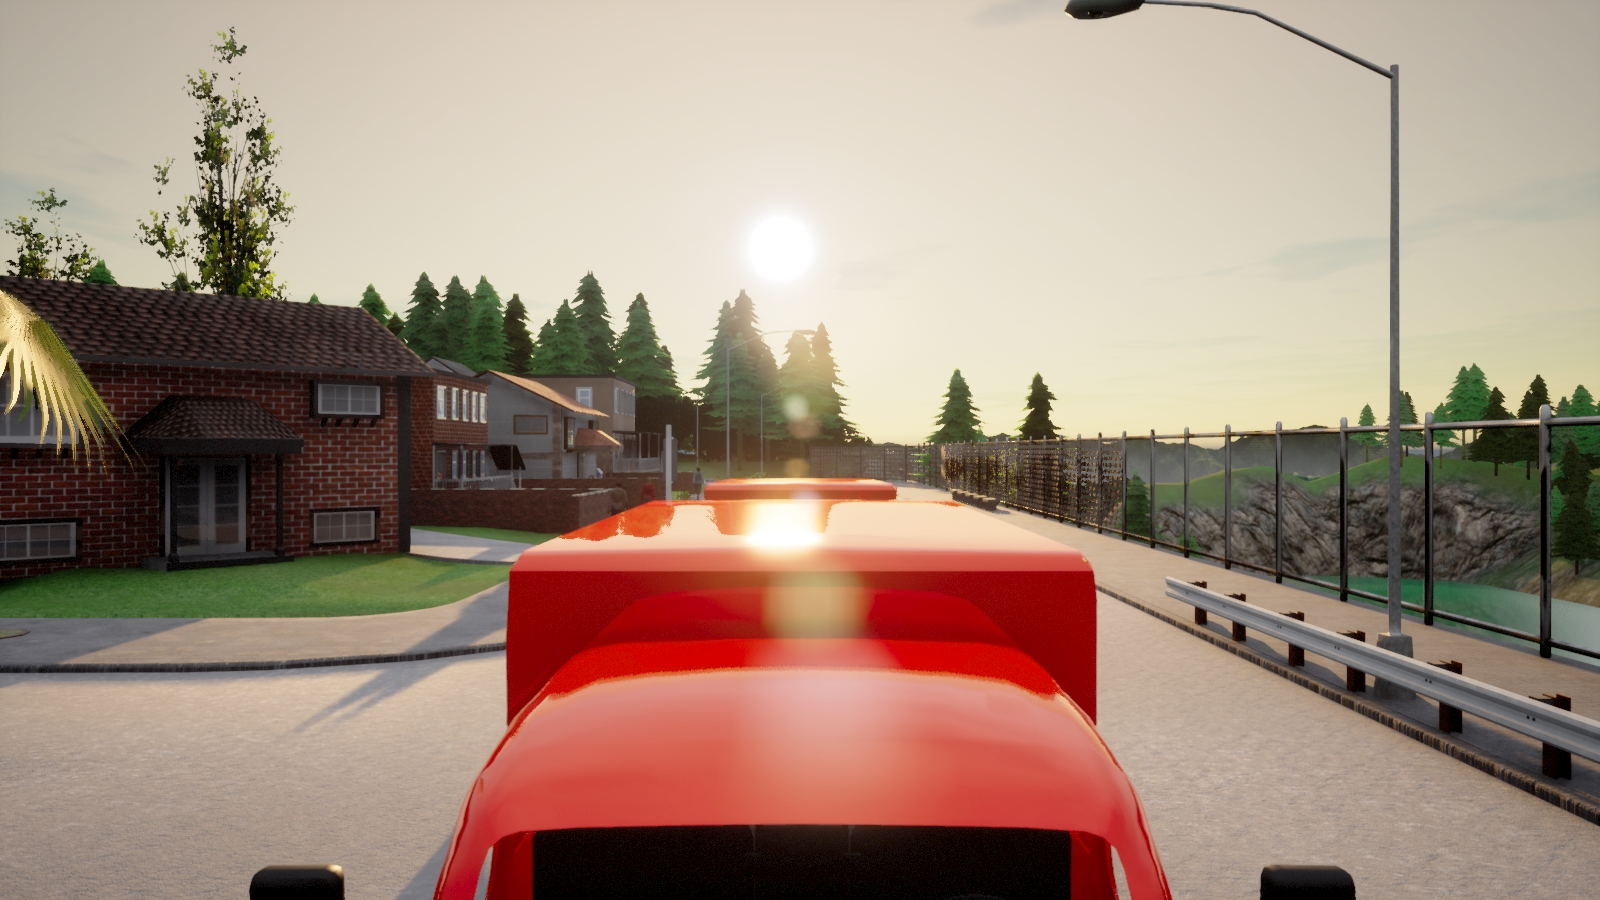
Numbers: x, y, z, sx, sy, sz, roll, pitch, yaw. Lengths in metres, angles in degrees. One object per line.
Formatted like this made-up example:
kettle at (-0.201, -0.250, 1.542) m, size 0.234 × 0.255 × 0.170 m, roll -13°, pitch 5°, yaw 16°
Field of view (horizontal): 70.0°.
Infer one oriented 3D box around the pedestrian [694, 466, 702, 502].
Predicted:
pedestrian at (-5.293, 1.770, 59.534) m, size 0.375 × 1.860 × 0.375 m, roll 0°, pitch 0°, yaw 0°

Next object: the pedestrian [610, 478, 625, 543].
pedestrian at (-5.304, 1.759, 33.136) m, size 0.375 × 1.860 × 0.375 m, roll 0°, pitch 0°, yaw 0°

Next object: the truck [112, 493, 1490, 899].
truck at (0.003, 1.556, 4.801) m, size 2.627 × 2.467 × 5.204 m, roll 0°, pitch 1°, yaw 0°

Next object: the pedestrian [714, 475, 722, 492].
pedestrian at (-5.293, 2.153, 74.043) m, size 0.500 × 1.100 × 0.500 m, roll 0°, pitch 0°, yaw 0°

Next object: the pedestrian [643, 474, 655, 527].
pedestrian at (-5.296, 1.761, 40.078) m, size 0.375 × 1.860 × 0.375 m, roll 0°, pitch 0°, yaw 0°
